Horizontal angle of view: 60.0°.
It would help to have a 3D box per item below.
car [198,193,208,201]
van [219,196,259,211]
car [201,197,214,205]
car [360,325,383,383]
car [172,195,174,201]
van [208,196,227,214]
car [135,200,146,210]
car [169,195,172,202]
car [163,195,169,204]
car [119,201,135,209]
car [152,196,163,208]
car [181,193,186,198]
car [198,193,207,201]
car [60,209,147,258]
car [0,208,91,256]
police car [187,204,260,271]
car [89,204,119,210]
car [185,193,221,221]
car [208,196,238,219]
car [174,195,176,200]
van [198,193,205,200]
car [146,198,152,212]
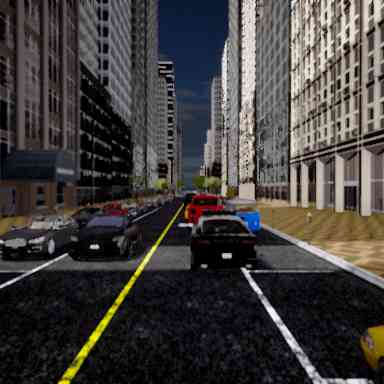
[{"bbox_3d":[2.624,1.278,81.125,2.192,1.841,5.009,-1,0,0],"label":"car"},{"bbox_3d":[2.667,1.333,18.605,1.690,1.788,3.998,-1,0,0],"label":"van"},{"bbox_3d":[2.642,1.525,58.390,2.008,1.369,4.403,-1,0,0],"label":"car"},{"bbox_3d":[2.680,1.525,1.724,1.752,1.417,4.829,-1,0,0],"label":"car"},{"bbox_3d":[-5.751,1.406,75.435,1.967,1.590,4.097,-1,0,0],"label":"car"},{"bbox_3d":[2.655,1.326,35.656,1.690,1.788,3.998,-1,0,0],"label":"van"},{"bbox_3d":[-5.720,1.538,29.967,2.008,1.369,4.403,-1,0,0],"label":"car"},{"bbox_3d":[-5.746,1.551,69.752,1.802,1.307,4.206,-1,0,0],"label":"car"},{"bbox_3d":[-5.739,1.525,58.384,2.008,1.369,4.403,-1,0,0],"label":"car"},{"bbox_3d":[-5.715,1.534,24.283,1.887,1.381,4.507,-1,0,0],"label":"car"},{"bbox_3d":[-5.731,1.531,47.018,2.008,1.369,4.403,-1,0,0],"label":"car"},{"bbox_3d":[-0.032,1.201,46.381,2.150,2.045,5.566,0,0,0],"label":"car"},{"bbox_3d":[2.620,1.275,86.809,2.192,1.841,5.009,-1,0,0],"label":"car"},{"bbox_3d":[-3.110,1.558,12.606,1.994,1.385,4.181,0,0,0],"label":"car"},{"bbox_3d":[-5.708,1.545,12.916,2.008,1.369,4.403,-1,0,0],"label":"car"},{"bbox_3d":[0.891,1.421,11.059,1.930,1.638,5.238,0,0,0],"label":"police car"},{"bbox_3d":[-5.711,1.558,18.599,1.947,1.339,4.313,-1,0,0],"label":"car"},{"bbox_3d":[0.809,1.214,20.965,2.150,2.045,5.566,0,0,-1],"label":"car"},{"bbox_3d":[2.659,1.302,29.972,2.192,1.841,5.009,-1,0,0],"label":"car"},{"bbox_3d":[-5.758,1.486,86.633,1.752,1.417,4.829,-1,0,0],"label":"car"},{"bbox_3d":[2.617,1.298,92.492,1.690,1.788,3.998,-1,0,0],"label":"van"},{"bbox_3d":[-5.723,1.567,35.650,1.802,1.307,4.206,-1,0,0],"label":"car"}]
